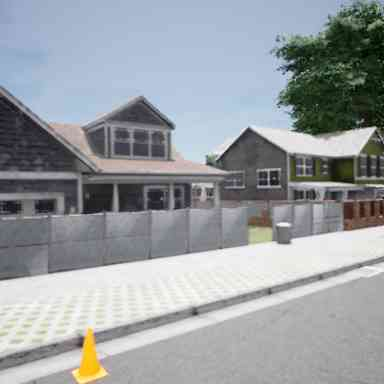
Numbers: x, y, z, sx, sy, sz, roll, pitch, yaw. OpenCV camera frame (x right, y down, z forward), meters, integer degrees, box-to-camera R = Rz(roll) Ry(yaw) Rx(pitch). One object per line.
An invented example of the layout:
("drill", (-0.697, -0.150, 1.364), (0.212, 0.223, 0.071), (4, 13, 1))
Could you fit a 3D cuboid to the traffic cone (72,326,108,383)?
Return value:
("traffic cone", (-1.261, 1.952, 4.105), (0.340, 0.580, 0.340), (0, 0, -36))
